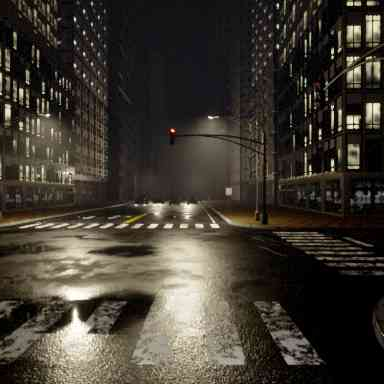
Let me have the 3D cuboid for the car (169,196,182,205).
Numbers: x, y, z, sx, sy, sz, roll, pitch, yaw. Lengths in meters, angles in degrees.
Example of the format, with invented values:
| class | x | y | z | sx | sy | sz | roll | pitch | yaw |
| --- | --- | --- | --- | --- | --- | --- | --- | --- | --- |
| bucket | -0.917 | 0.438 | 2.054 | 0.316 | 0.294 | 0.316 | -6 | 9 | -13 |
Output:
| class | x | y | z | sx | sy | sz | roll | pitch | yaw |
| --- | --- | --- | --- | --- | --- | --- | --- | --- | --- |
| car | -3.166 | 1.647 | 59.766 | 2.033 | 1.411 | 5.357 | 0 | 0 | 0 |

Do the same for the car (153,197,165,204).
| class | x | y | z | sx | sy | sz | roll | pitch | yaw |
| --- | --- | --- | --- | --- | --- | --- | --- | --- | --- |
| car | -6.410 | 1.680 | 64.356 | 1.994 | 1.385 | 4.181 | 0 | 0 | 0 |

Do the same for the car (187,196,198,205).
| class | x | y | z | sx | sy | sz | roll | pitch | yaw |
| --- | --- | --- | --- | --- | --- | --- | --- | --- | --- |
| car | 0.085 | 1.649 | 60.179 | 2.033 | 1.411 | 5.357 | 0 | 0 | 0 |

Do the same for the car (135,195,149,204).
| class | x | y | z | sx | sy | sz | roll | pitch | yaw |
| --- | --- | --- | --- | --- | --- | --- | --- | --- | --- |
| car | -9.659 | 1.468 | 64.391 | 2.097 | 1.767 | 4.553 | 0 | 0 | 0 |

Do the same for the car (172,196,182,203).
| class | x | y | z | sx | sy | sz | roll | pitch | yaw |
| --- | --- | --- | --- | --- | --- | --- | --- | --- | --- |
| car | -3.151 | 1.523 | 70.185 | 1.994 | 1.385 | 4.181 | 0 | 0 | 0 |

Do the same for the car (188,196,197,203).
| class | x | y | z | sx | sy | sz | roll | pitch | yaw |
| --- | --- | --- | --- | --- | --- | --- | --- | --- | --- |
| car | 0.100 | 1.584 | 70.627 | 1.895 | 1.301 | 4.718 | 0 | 0 | 0 |
